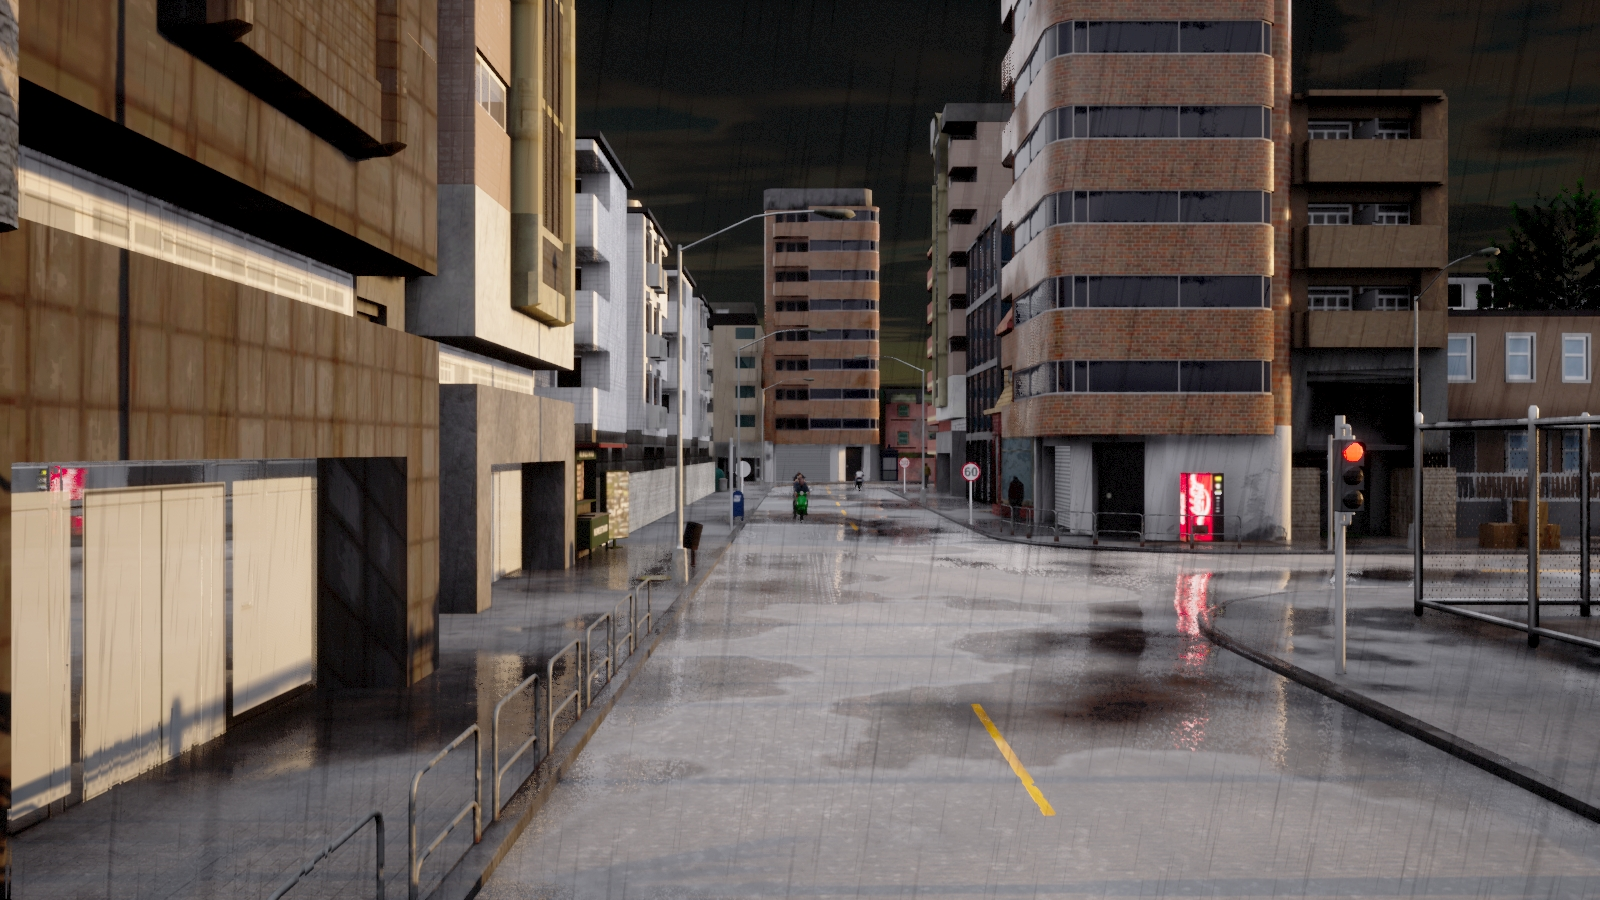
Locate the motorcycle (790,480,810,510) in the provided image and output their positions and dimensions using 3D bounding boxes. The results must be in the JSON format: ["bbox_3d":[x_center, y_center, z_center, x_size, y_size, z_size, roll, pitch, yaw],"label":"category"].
[{"bbox_3d":[0.019,1.970,50.389,0.856,1.236,1.805,0,0,0],"label":"motorcycle"}]

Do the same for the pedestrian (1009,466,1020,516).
[{"bbox_3d":[7.963,1.523,42.388,0.375,1.860,0.375,0,0,3],"label":"pedestrian"}]

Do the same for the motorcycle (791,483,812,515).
[{"bbox_3d":[0.063,1.970,46.521,0.856,1.236,1.805,0,0,0],"label":"motorcycle"}]

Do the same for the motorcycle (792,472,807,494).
[{"bbox_3d":[-0.048,1.997,69.630,0.867,1.251,2.209,0,0,-1],"label":"motorcycle"}]
